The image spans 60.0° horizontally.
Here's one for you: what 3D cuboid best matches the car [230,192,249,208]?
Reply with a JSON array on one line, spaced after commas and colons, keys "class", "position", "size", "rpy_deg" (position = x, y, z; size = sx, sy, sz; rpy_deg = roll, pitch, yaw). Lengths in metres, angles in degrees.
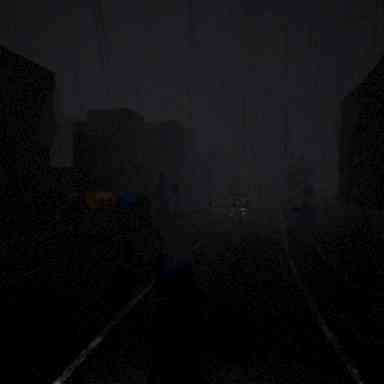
[{"class": "car", "position": [6.530, 1.031, 45.574], "size": [2.150, 2.045, 5.566], "rpy_deg": [1, 0, 14]}]
